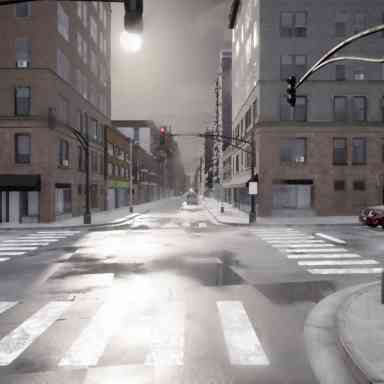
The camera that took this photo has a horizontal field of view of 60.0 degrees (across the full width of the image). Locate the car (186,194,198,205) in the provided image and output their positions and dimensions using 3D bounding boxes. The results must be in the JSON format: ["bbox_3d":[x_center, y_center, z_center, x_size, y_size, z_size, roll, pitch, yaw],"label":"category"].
[{"bbox_3d":[0.000,1.593,60.066,2.033,1.411,5.357,0,0,0],"label":"car"}]

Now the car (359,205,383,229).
[{"bbox_3d":[12.058,1.123,18.418,5.009,1.841,2.192,-1,1,0],"label":"car"}]
